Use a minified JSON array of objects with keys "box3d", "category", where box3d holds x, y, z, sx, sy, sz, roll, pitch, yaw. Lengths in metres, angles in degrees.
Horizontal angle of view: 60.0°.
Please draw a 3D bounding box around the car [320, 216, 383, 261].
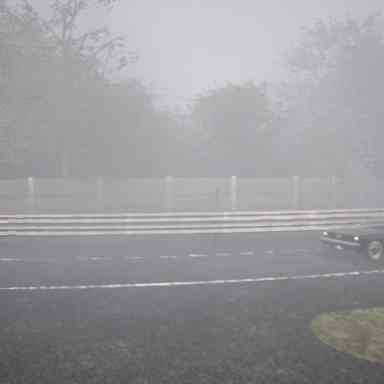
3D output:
[{"box3d":[7.020,1.538,11.904,4.718,1.301,1.895,-1,0,-18],"category":"car"}]
